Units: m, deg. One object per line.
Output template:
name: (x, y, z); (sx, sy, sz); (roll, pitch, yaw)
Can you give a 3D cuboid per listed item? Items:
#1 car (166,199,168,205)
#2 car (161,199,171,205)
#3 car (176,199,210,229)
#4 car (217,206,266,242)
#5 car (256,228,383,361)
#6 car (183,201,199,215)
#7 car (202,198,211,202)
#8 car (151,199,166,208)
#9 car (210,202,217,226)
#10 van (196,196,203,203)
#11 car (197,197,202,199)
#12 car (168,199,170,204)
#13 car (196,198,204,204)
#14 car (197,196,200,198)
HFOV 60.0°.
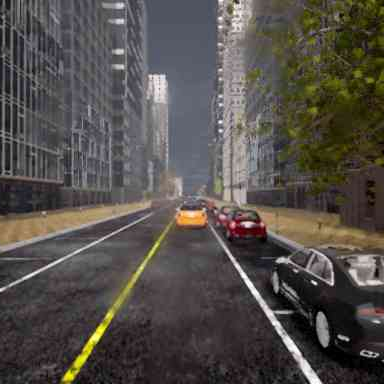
car: (-6.109, 2.161, 62.880); (1.802, 1.307, 4.206); (0, 0, 0)
car: (-6.227, 2.281, 79.957); (1.947, 1.339, 4.313); (0, 0, 0)
car: (-0.058, 1.581, 23.901); (2.097, 1.767, 4.553); (0, 0, 0)
car: (2.583, 1.602, 17.395); (1.967, 1.590, 4.097); (0, -1, 0)
car: (2.661, 1.606, 6.010); (2.008, 1.369, 4.403); (0, -1, 0)
car: (-0.175, 1.906, 40.760); (1.812, 1.442, 4.674); (0, 0, -1)
car: (2.388, 1.964, 45.855); (1.887, 1.381, 4.507); (0, 0, 0)
car: (-6.070, 2.077, 57.187); (1.887, 1.381, 4.507); (0, 0, 0)
car: (2.543, 1.655, 23.087); (1.967, 1.590, 4.097); (0, -1, 0)
van: (2.076, 2.127, 91.393); (1.690, 1.788, 3.998); (0, 0, 0)
car: (2.271, 2.128, 62.930); (1.947, 1.339, 4.313); (0, 0, 0)
car: (-6.187, 2.215, 74.265); (1.887, 1.381, 4.507); (0, 0, 0)
car: (2.115, 2.308, 85.698); (1.947, 1.339, 4.313); (0, 0, 0)
car: (2.193, 2.219, 74.314); (1.947, 1.339, 4.313); (0, 0, 0)
